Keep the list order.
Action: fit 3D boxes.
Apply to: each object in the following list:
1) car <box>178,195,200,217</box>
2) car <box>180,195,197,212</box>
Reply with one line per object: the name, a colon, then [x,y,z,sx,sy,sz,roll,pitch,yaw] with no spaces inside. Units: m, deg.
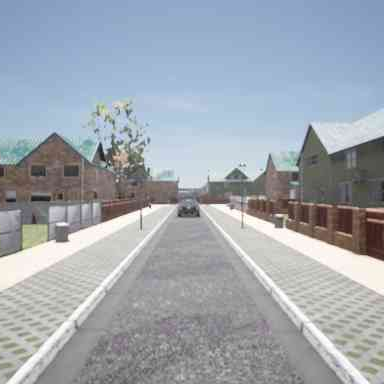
car: [-0.311,1.489,32.850,2.097,1.767,4.553,0,0,-1]
car: [-0.441,1.399,43.220,2.150,2.045,5.566,0,0,-1]
